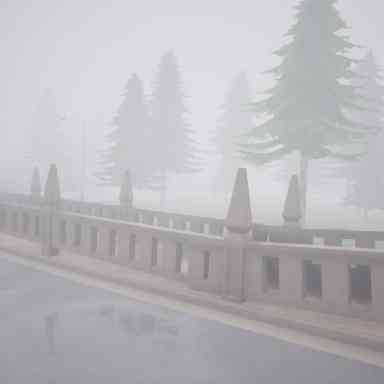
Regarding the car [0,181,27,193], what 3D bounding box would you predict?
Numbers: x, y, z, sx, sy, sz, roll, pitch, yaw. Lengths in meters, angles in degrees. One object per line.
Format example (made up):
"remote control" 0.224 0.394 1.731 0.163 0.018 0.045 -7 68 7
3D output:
"car" -21.245 -0.473 37.409 1.882 1.535 5.008 4 3 37
